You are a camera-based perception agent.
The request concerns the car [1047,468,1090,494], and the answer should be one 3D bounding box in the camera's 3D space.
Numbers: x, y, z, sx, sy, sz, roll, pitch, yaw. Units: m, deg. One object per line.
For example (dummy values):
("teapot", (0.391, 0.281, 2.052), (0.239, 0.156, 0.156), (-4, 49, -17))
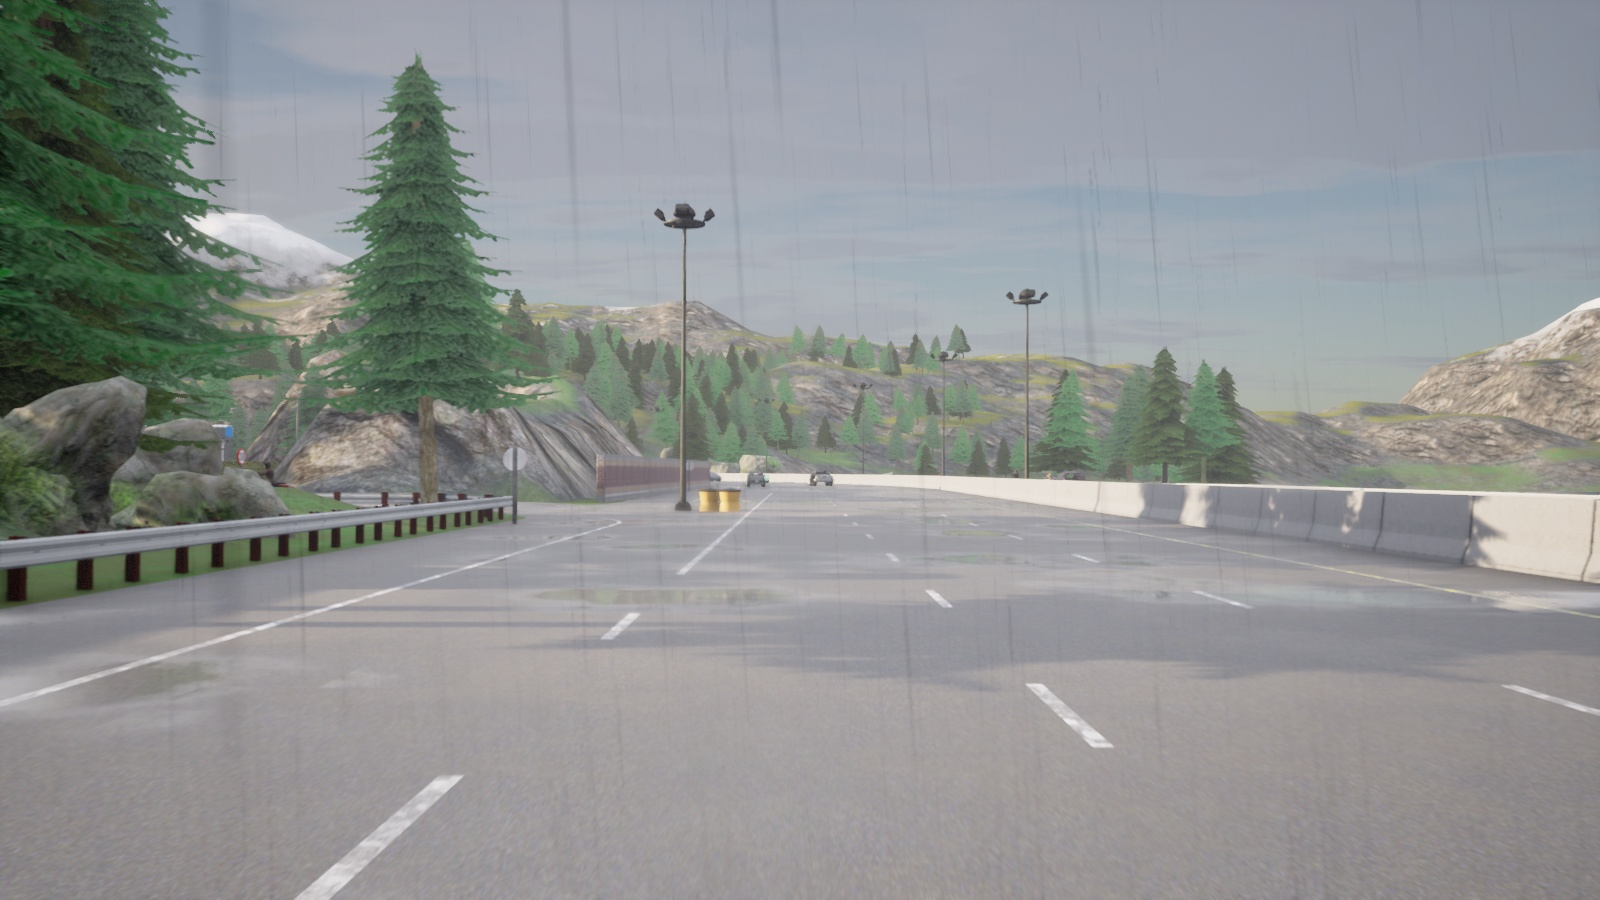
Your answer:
("car", (17.310, 2.001, 81.091), (1.851, 1.617, 3.988), (0, -1, 0))
